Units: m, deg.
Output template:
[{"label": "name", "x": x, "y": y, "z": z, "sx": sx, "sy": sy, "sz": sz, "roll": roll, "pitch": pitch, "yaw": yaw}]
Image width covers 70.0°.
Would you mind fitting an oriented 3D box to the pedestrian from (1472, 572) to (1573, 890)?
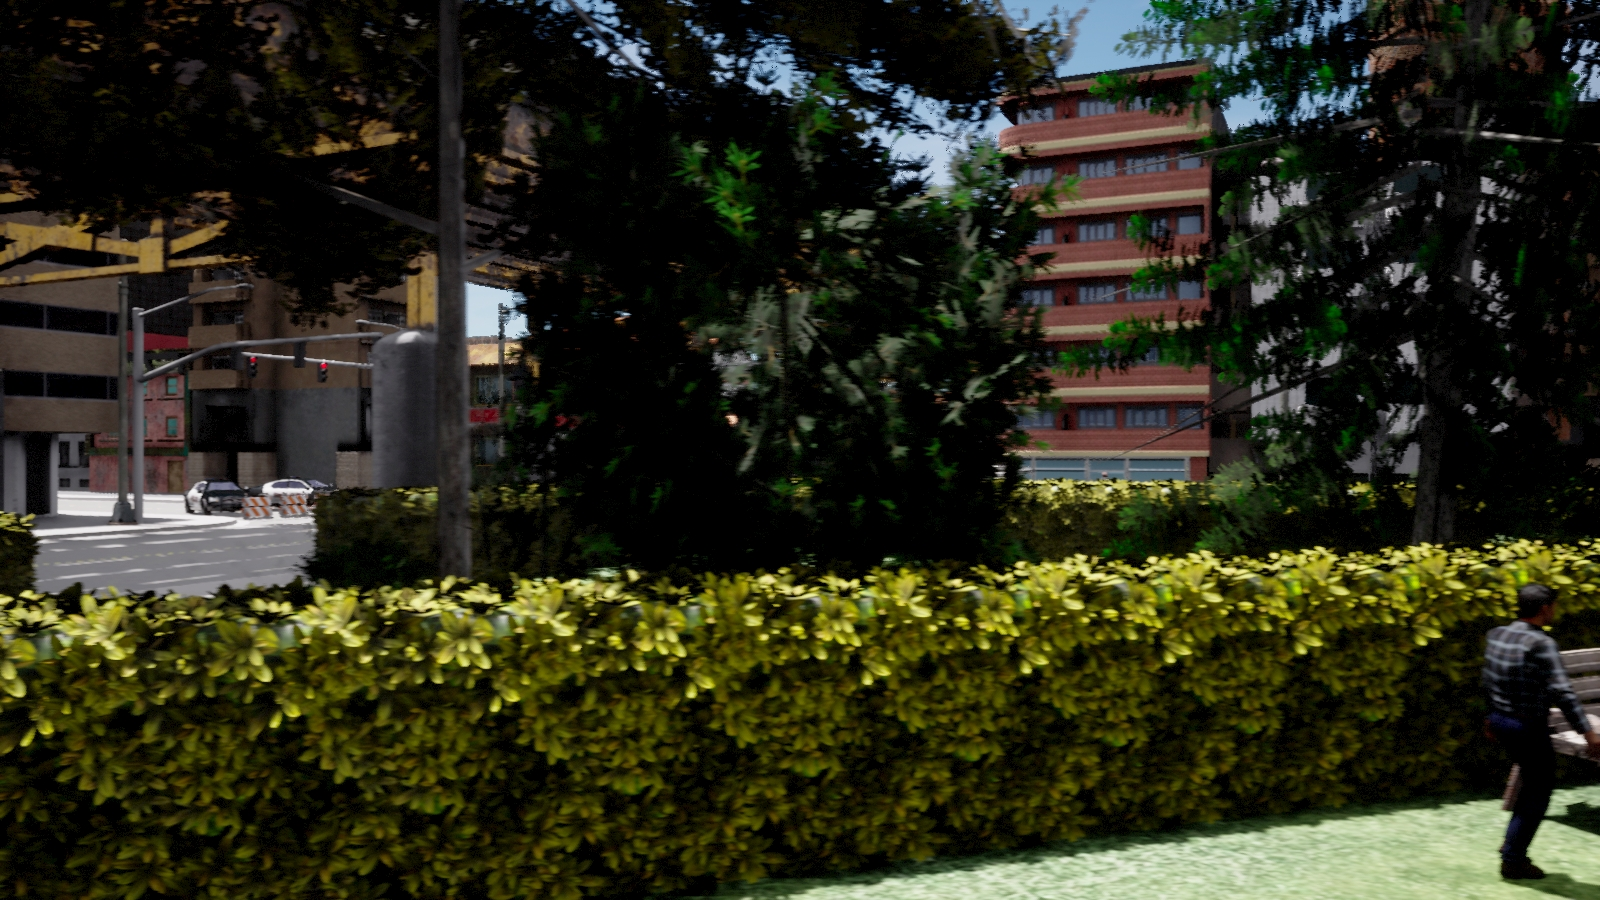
[{"label": "pedestrian", "x": 4.441, "y": 1.701, "z": 7.034, "sx": 0.375, "sy": 1.860, "sz": 0.375, "roll": 0, "pitch": 0, "yaw": -4}]
